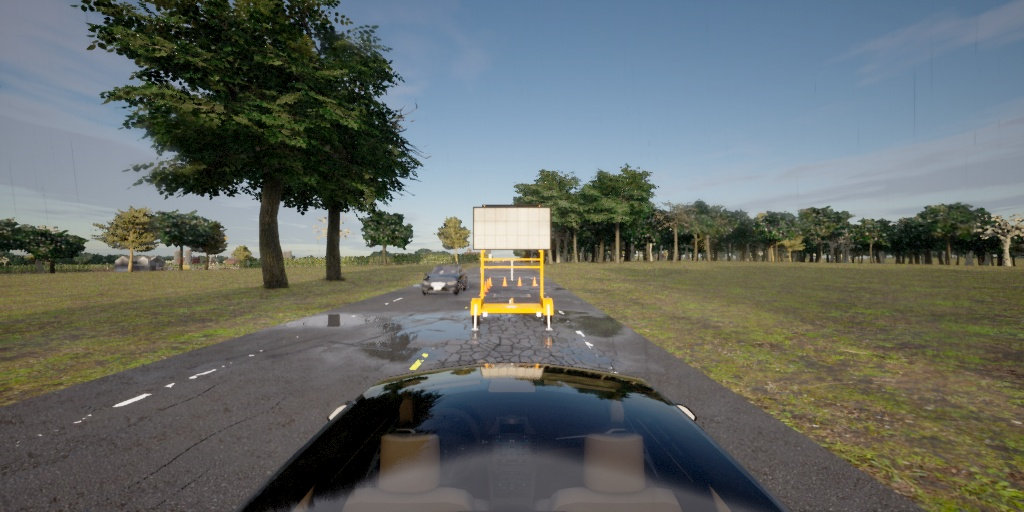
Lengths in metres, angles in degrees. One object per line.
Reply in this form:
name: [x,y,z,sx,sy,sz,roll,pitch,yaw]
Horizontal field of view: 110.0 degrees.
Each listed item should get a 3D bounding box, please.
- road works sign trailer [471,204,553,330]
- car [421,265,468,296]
road works sign trailer: [0.001,0.218,11.112,2.380,3.560,2.880,0,0,0]
car: [-3.496,1.249,19.301,2.128,1.511,4.902,0,0,0]
